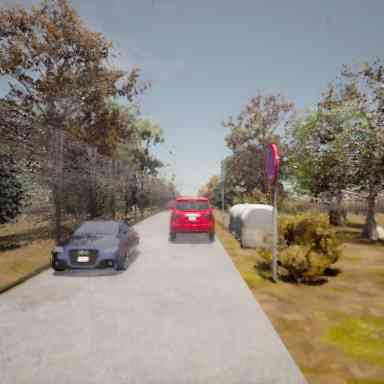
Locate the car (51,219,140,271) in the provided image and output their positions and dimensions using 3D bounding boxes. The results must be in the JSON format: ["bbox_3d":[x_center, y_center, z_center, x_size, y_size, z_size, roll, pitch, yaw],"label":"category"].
[{"bbox_3d":[-2.899,1.603,10.841,1.994,1.385,4.181,0,0,0],"label":"car"}]

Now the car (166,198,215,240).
[{"bbox_3d":[0.014,1.311,17.626,2.150,2.045,5.566,0,-1,0],"label":"car"}]

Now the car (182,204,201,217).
[{"bbox_3d":[-0.044,1.947,35.836,1.895,1.301,4.718,0,-1,0],"label":"car"}]
